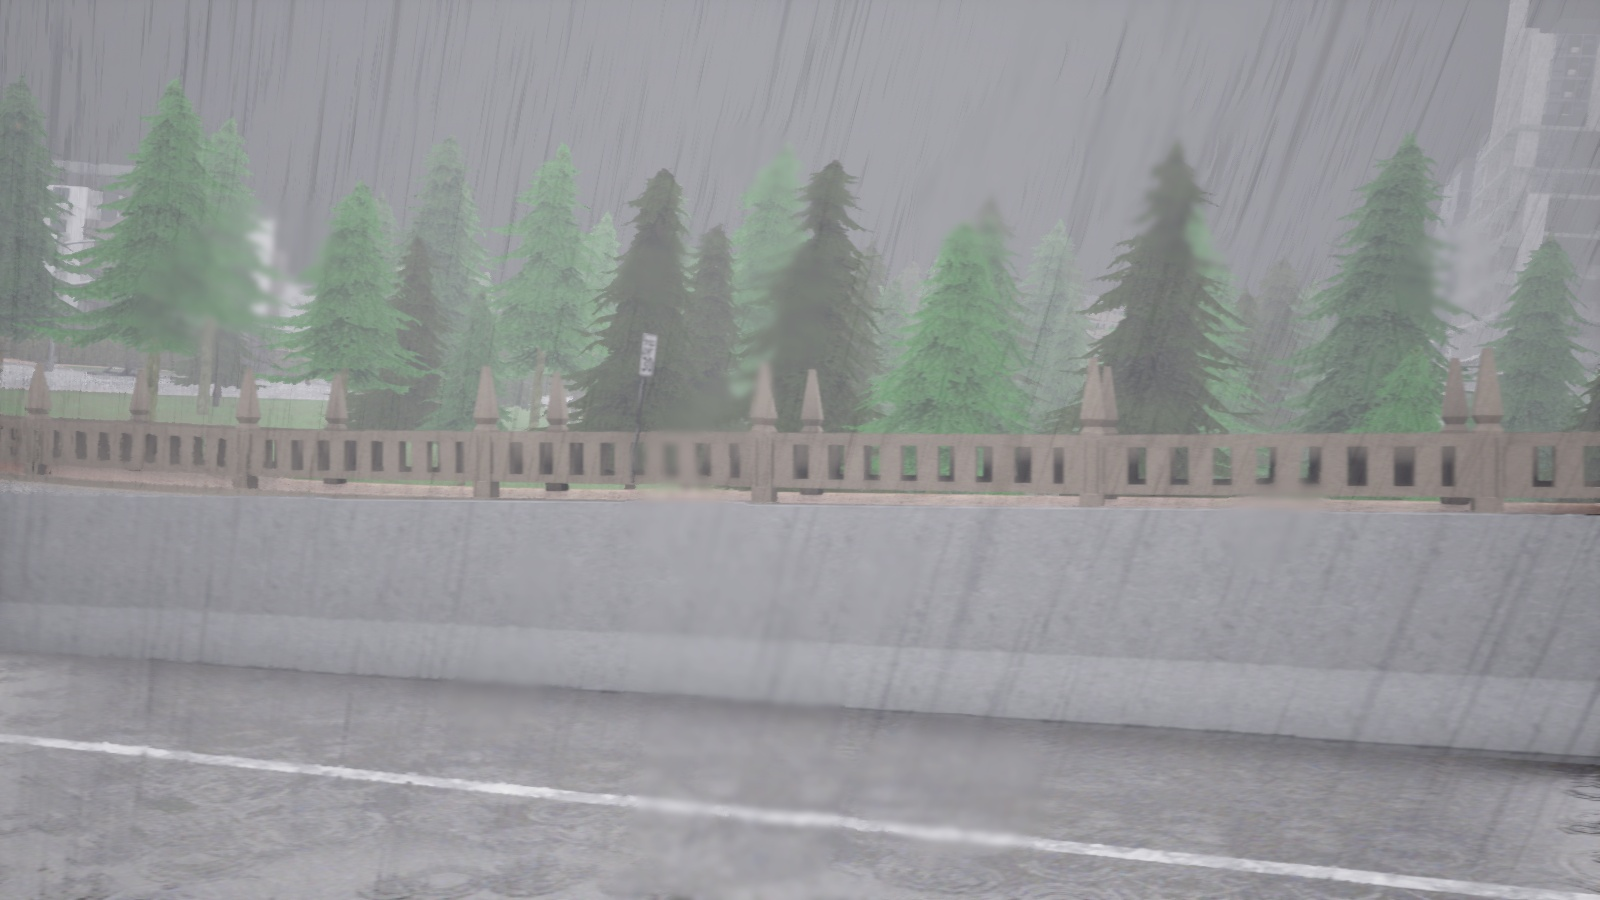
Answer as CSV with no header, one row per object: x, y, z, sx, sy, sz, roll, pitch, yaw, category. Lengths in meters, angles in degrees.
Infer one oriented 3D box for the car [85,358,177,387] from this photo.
-39.923,-4.589,75.090,1.895,1.301,4.718,8,3,20,car
